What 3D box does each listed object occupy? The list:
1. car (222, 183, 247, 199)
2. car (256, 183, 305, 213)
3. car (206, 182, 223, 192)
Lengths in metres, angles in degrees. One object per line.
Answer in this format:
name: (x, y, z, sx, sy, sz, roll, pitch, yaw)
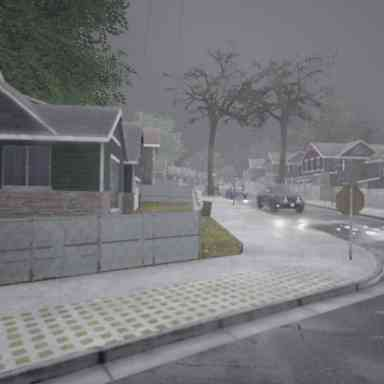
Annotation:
car: (5.195, 0.028, 39.476, 1.812, 1.442, 4.674, 1, 3, -5)
car: (6.502, 0.396, 25.061, 2.150, 2.045, 5.566, 1, 3, -5)
car: (3.563, -0.821, 58.711, 2.033, 1.411, 5.357, 1, 2, -5)
